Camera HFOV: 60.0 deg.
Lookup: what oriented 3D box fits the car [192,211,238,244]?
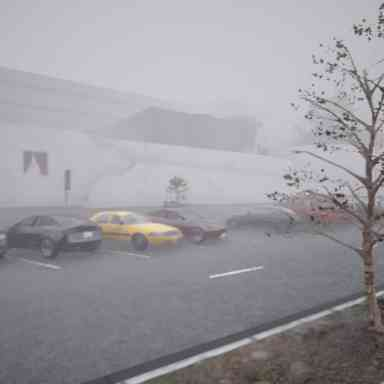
[{"bbox_3d":[-0.555,1.546,16.167,4.792,1.488,2.163,-1,-1,35],"label":"car"}]

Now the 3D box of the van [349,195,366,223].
[{"bbox_3d":[9.245,1.258,23.041,4.442,1.987,1.878,-1,-1,35],"label":"van"}]

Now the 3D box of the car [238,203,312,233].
[{"bbox_3d":[4.286,1.548,19.638,4.674,1.452,2.002,-1,0,35],"label":"car"}]

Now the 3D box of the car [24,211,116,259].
[{"bbox_3d":[-5.473,1.539,12.735,4.792,1.488,2.163,-1,-1,35],"label":"car"}]

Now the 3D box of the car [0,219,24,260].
[{"bbox_3d":[-7.877,1.534,10.987,4.674,1.452,2.002,-1,-1,35],"label":"car"}]

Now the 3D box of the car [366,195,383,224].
[{"bbox_3d":[11.603,1.219,24.820,5.566,2.045,2.435,-1,-1,35],"label":"car"}]

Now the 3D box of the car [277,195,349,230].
[{"bbox_3d":[6.687,1.248,21.387,5.566,2.045,2.435,-1,0,35],"label":"car"}]

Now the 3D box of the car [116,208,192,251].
[{"bbox_3d":[-2.857,1.509,14.352,5.366,1.575,1.946,-1,-1,35],"label":"car"}]
